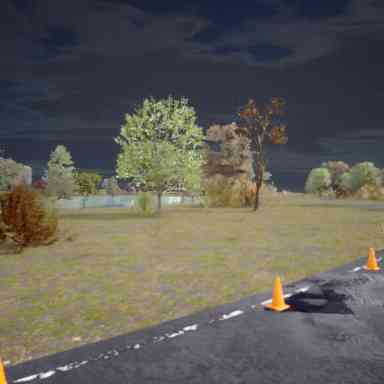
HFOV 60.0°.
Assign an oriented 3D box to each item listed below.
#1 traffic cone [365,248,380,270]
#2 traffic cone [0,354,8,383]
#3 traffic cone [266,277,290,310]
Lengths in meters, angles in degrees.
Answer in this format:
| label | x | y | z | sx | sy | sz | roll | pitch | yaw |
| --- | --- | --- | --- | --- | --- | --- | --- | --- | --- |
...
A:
| label | x | y | z | sx | sy | sz | roll | pitch | yaw |
| --- | --- | --- | --- | --- | --- | --- | --- | --- | --- |
| traffic cone | 5.309 | 1.960 | 9.804 | 0.340 | 0.580 | 0.340 | 0 | 0 | -44 |
| traffic cone | -2.104 | 1.977 | 3.581 | 0.340 | 0.580 | 0.340 | 0 | 0 | -36 |
| traffic cone | 1.703 | 1.969 | 6.574 | 0.340 | 0.580 | 0.340 | 0 | 0 | -40 |
